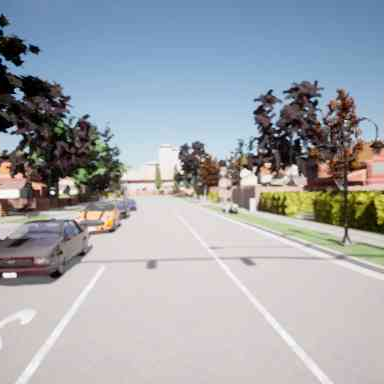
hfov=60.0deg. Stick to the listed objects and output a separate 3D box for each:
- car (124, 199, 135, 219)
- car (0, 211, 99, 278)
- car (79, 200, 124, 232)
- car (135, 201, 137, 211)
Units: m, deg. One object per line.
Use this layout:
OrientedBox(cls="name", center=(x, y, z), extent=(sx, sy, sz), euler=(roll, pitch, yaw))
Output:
OrientedBox(cls="car", center=(-6.491, 1.505, 29.181), extent=(2.128, 1.511, 4.902), euler=(-1, 0, -6))
OrientedBox(cls="car", center=(-4.565, 1.580, 10.504), extent=(2.033, 1.411, 5.357), euler=(-1, 0, -6))
OrientedBox(cls="car", center=(-5.546, 1.375, 19.981), extent=(2.097, 1.767, 4.553), euler=(-1, 0, -6))
OrientedBox(cls="car", center=(-7.586, 1.528, 39.976), extent=(1.812, 1.442, 4.674), euler=(-1, 0, -6))
